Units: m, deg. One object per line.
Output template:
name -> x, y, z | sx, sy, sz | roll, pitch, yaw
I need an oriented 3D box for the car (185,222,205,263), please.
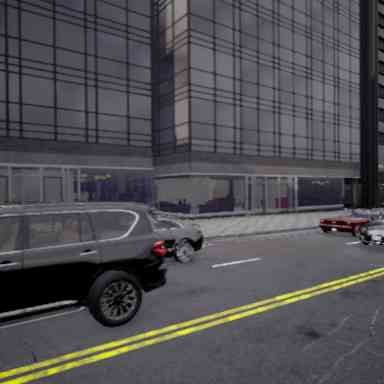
car -> -1.867, 1.479, 10.330 | 4.902, 1.511, 2.128 | 0, 0, -35

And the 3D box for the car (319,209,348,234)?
car -> 8.966, 1.587, 18.014 | 4.718, 1.301, 1.895 | 0, 0, -35

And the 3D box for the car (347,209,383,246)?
car -> 9.026, 1.480, 14.076 | 4.902, 1.511, 2.128 | 0, 0, -35

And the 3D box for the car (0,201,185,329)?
car -> -3.064, 1.210, 5.494 | 5.566, 2.045, 2.150 | 0, 0, -36
